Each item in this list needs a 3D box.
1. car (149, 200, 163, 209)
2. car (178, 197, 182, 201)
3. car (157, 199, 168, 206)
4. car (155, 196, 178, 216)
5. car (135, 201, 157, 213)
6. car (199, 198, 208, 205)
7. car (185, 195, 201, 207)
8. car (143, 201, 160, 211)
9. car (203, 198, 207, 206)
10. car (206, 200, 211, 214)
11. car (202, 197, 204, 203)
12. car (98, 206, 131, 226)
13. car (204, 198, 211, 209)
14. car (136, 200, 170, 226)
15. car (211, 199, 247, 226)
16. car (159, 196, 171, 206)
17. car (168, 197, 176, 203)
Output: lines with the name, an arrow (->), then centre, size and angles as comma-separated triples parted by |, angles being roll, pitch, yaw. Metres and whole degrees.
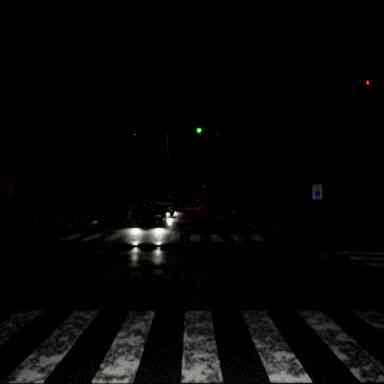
car -> -5.580, 1.937, 52.111 | 1.802, 1.307, 4.206 | 0, 0, 0
car -> -2.930, 1.801, 45.742 | 2.128, 1.511, 4.902 | 0, 0, 0
car -> -5.541, 2.015, 63.025 | 1.802, 1.307, 4.206 | 0, 0, 0
car -> -2.976, 1.457, 35.300 | 2.150, 2.045, 5.566 | 0, 0, 0
car -> -5.619, 1.828, 41.197 | 2.008, 1.369, 4.403 | 0, 0, 0
car -> 2.620, 2.029, 75.462 | 1.837, 1.490, 4.892 | 0, 0, 0
car -> 0.307, 1.627, 59.008 | 2.150, 2.045, 5.566 | 0, 0, 0
car -> -5.600, 1.898, 46.654 | 1.802, 1.307, 4.206 | 0, 0, 0
car -> 2.925, 1.867, 46.631 | 2.008, 1.369, 4.403 | 0, 0, 0
car -> 2.886, 1.804, 35.718 | 1.947, 1.339, 4.313 | 0, 0, 0
car -> 2.945, 1.796, 52.088 | 1.967, 1.590, 4.097 | 0, 0, 0
car -> -5.678, 1.727, 24.827 | 1.947, 1.339, 4.313 | 0, 0, 0
car -> 2.906, 1.828, 41.174 | 2.008, 1.369, 4.403 | 0, 0, 0
car -> -3.014, 1.642, 25.232 | 1.882, 1.535, 5.008 | 0, 0, 0
car -> 2.847, 1.476, 24.808 | 2.192, 1.841, 5.009 | 0, 0, 0
car -> -5.522, 1.788, 68.484 | 2.192, 1.841, 5.009 | 0, 0, 0
car -> -5.444, 2.078, 90.310 | 1.967, 1.590, 4.097 | 0, 0, 0
